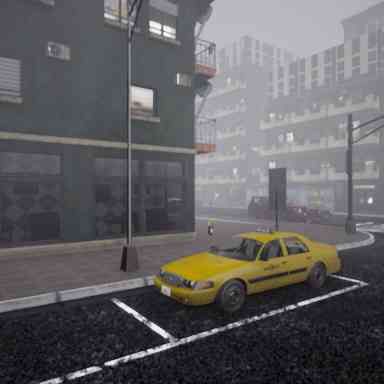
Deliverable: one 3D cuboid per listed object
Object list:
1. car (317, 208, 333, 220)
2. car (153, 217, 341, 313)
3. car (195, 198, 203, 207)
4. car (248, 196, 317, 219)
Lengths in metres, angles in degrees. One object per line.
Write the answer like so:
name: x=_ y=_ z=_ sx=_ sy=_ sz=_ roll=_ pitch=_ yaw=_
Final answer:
car: x=8.738 y=1.540 z=26.689 sx=1.895 sy=1.301 sz=4.718 roll=0 pitch=0 yaw=-36
car: x=1.475 y=1.523 z=7.612 sx=4.829 sy=1.417 sz=1.752 roll=0 pitch=0 yaw=-35
car: x=-0.024 y=1.453 z=48.673 sx=1.802 sy=1.307 sz=4.206 roll=0 pitch=0 yaw=-36
car: x=6.476 y=1.255 z=25.404 sx=2.192 sy=1.841 sz=5.009 roll=0 pitch=0 yaw=-36
